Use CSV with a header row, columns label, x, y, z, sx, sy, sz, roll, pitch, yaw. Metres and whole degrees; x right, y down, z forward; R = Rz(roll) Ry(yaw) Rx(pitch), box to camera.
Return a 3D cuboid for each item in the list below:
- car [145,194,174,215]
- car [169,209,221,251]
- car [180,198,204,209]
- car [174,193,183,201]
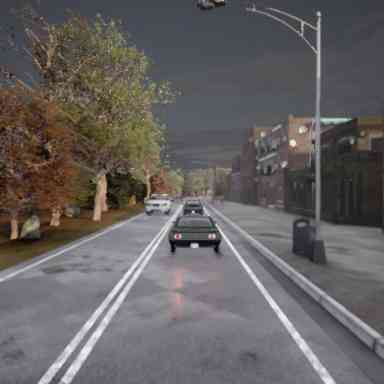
label,x,y,z,sx,sy,sz,roll,pitch,yaw
car,-3.342,1.216,33.836,2.150,2.045,5.566,0,0,0
car,0.103,1.601,13.965,1.895,1.301,4.718,0,0,0
car,0.105,1.498,31.735,1.837,1.490,4.892,0,0,0
car,-3.288,1.252,75.174,2.150,2.045,5.566,0,0,0
